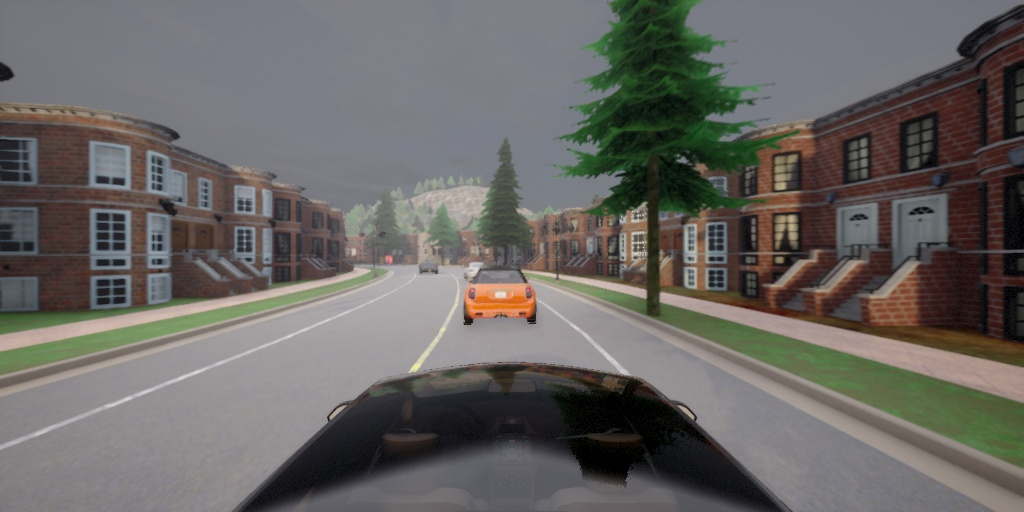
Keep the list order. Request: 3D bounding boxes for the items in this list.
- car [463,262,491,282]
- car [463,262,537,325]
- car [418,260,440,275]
[{"bbox_3d":[-2.928,1.223,29.451,1.812,1.442,4.674,0,0,-12],"label":"car"},{"bbox_3d":[-0.456,1.081,11.970,2.097,1.767,4.553,0,0,-4],"label":"car"},{"bbox_3d":[-8.825,1.201,37.953,1.837,1.490,4.892,0,0,-16],"label":"car"}]
